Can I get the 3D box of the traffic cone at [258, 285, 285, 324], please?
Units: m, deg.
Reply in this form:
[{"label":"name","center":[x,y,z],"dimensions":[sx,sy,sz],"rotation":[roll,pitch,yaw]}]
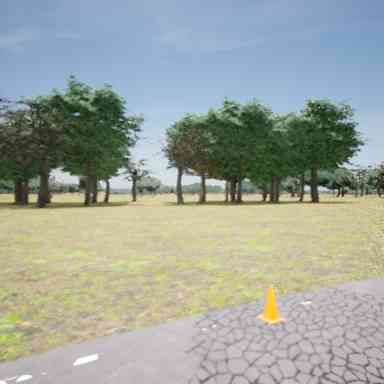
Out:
[{"label":"traffic cone","center":[1.378,1.906,5.773],"dimensions":[0.340,0.580,0.340],"rotation":[0,1,-30]}]
